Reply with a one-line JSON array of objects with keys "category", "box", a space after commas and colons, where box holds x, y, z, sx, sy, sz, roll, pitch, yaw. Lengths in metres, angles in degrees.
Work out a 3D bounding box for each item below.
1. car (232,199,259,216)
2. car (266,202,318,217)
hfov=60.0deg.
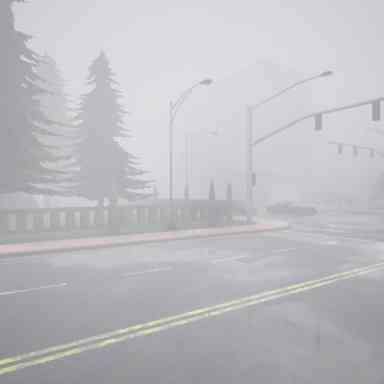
[{"category": "car", "box": [4.304, 1.504, 32.263, 1.837, 1.490, 4.892, 0, 0, -35]}, {"category": "car", "box": [9.343, 1.601, 31.333, 1.895, 1.301, 4.718, 0, 0, -37]}]
